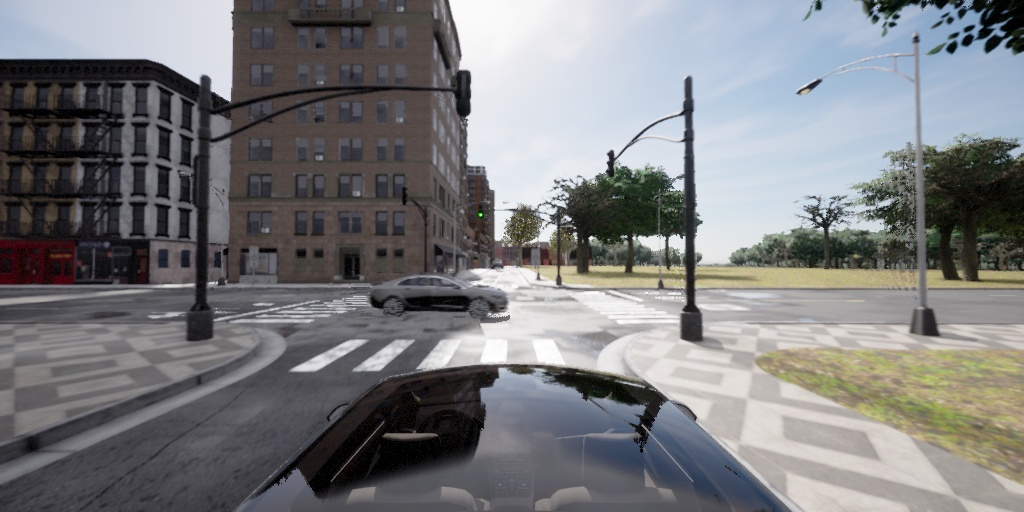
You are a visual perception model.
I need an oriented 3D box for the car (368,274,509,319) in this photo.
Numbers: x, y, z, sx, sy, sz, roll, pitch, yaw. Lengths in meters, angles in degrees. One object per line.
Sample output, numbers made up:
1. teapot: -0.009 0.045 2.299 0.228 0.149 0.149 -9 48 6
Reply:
1. car: -2.569 1.384 12.884 4.902 1.511 2.128 1 -1 0
